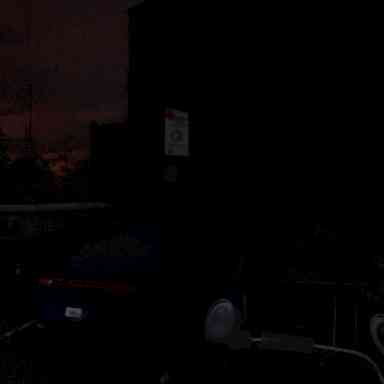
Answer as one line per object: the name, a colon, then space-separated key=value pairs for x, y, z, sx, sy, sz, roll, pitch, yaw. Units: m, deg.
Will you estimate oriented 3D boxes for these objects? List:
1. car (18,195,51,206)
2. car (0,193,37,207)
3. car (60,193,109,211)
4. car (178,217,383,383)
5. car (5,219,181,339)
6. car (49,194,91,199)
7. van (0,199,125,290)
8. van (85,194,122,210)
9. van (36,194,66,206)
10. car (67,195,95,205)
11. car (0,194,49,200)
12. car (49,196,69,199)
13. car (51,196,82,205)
car: x=-25.985 y=1.413 z=54.945 sx=4.553 sy=1.767 sz=2.185 roll=-1 pitch=-1 yaw=14
car: x=-27.618 y=1.284 z=52.430 sx=5.566 sy=2.045 sz=2.435 roll=-1 pitch=-1 yaw=14
car: x=-13.752 y=1.270 z=42.749 sx=5.566 sy=2.045 sz=2.435 roll=1 pitch=1 yaw=14
car: x=1.550 y=1.361 z=5.103 sx=2.185 sy=1.767 sz=4.553 roll=1 pitch=-1 yaw=15
car: x=-0.919 y=1.488 z=6.814 sx=2.097 sy=1.535 sz=5.008 roll=0 pitch=-1 yaw=16
car: x=-15.408 y=1.268 z=40.296 sx=5.566 sy=2.045 sz=2.435 roll=1 pitch=1 yaw=14
van: x=-3.329 y=1.266 z=8.679 sx=1.878 sy=1.987 sz=4.442 roll=0 pitch=-1 yaw=15
van: x=-11.956 y=1.299 z=45.177 sx=4.442 sy=1.987 sz=1.878 roll=1 pitch=0 yaw=14
van: x=-24.380 y=1.315 z=57.460 sx=4.442 sy=1.987 sz=1.878 roll=-1 pitch=0 yaw=14
car: x=-20.854 y=1.416 z=62.425 sx=4.553 sy=1.767 sz=2.185 roll=-1 pitch=0 yaw=14
car: x=-18.661 y=1.265 z=35.393 sx=5.566 sy=2.045 sz=2.435 roll=1 pitch=0 yaw=14
car: x=-17.063 y=1.547 z=37.834 sx=4.792 sy=1.488 sz=2.163 roll=1 pitch=1 yaw=14
car: x=-22.579 y=1.542 z=59.945 sx=4.892 sy=1.521 sz=2.231 roll=-1 pitch=-1 yaw=14
